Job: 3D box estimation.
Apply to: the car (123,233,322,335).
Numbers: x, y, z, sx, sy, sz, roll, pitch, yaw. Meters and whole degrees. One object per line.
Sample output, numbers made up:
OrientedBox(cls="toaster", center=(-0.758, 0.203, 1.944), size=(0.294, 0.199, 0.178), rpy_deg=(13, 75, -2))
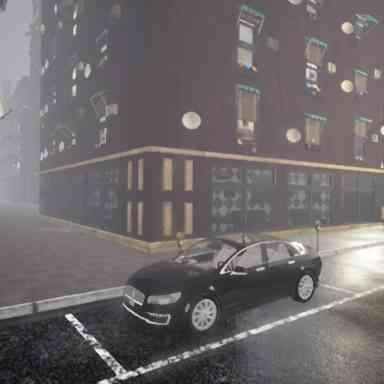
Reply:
OrientedBox(cls="car", center=(0.810, 1.550, 6.626), size=(4.403, 1.369, 2.008), rpy_deg=(0, 1, -35))
